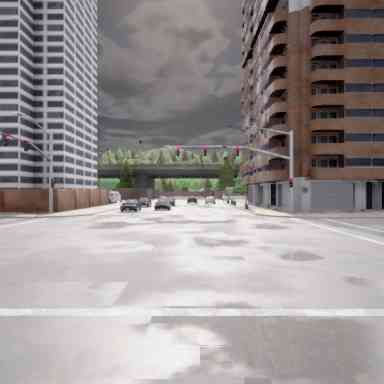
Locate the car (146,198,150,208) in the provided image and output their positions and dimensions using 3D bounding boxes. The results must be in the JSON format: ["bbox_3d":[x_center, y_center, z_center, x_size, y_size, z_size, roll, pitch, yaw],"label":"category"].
[{"bbox_3d":[-7.124,1.547,49.722,2.033,1.411,5.357,0,0,0],"label":"car"}]

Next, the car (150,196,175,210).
[{"bbox_3d":[-3.628,1.547,42.242,2.033,1.411,5.357,0,0,0],"label":"car"}]

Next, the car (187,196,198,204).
[{"bbox_3d":[0.056,1.505,63.229,1.837,1.490,4.892,0,0,0],"label":"car"}]

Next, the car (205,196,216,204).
[{"bbox_3d":[3.455,1.525,63.109,1.812,1.442,4.674,0,0,0],"label":"car"}]

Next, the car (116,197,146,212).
[{"bbox_3d":[-7.127,1.547,39.369,2.033,1.411,5.357,0,0,0],"label":"car"}]
